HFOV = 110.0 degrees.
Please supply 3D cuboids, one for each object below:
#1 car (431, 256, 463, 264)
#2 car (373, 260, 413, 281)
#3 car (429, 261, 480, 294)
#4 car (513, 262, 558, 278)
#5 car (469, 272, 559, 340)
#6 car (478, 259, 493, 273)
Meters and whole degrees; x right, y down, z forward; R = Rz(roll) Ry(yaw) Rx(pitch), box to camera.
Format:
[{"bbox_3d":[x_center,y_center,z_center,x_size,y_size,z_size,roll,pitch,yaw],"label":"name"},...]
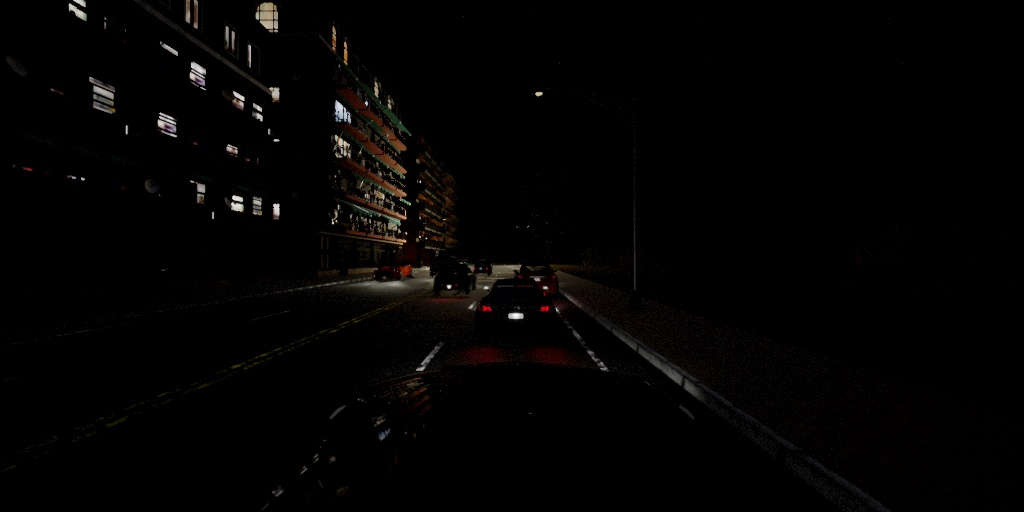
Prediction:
[{"bbox_3d":[-6.552,0.973,35.217,2.150,2.045,5.566,0,0,0],"label":"car"},{"bbox_3d":[-9.810,1.104,29.809,2.097,1.767,4.553,0,0,0],"label":"car"},{"bbox_3d":[-3.124,1.258,20.238,1.837,1.490,4.892,0,0,0],"label":"car"},{"bbox_3d":[1.161,1.103,18.615,2.097,1.767,4.553,0,0,0],"label":"car"},{"bbox_3d":[0.106,1.315,10.036,1.994,1.385,4.181,0,0,1],"label":"car"},{"bbox_3d":[-3.094,1.299,38.165,2.033,1.411,5.357,0,0,0],"label":"car"}]
